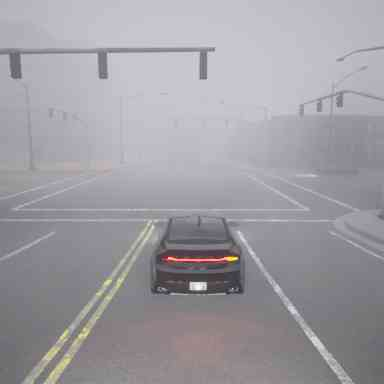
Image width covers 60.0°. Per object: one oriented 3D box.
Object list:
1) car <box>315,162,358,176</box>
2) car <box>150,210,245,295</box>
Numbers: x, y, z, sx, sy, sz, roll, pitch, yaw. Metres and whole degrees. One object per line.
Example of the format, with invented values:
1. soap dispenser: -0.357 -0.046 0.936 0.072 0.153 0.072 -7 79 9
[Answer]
1. car: 15.461 -2.456 35.618 4.181 1.385 1.994 0 8 0
2. car: 0.112 1.198 8.097 1.837 1.490 4.892 0 4 0
